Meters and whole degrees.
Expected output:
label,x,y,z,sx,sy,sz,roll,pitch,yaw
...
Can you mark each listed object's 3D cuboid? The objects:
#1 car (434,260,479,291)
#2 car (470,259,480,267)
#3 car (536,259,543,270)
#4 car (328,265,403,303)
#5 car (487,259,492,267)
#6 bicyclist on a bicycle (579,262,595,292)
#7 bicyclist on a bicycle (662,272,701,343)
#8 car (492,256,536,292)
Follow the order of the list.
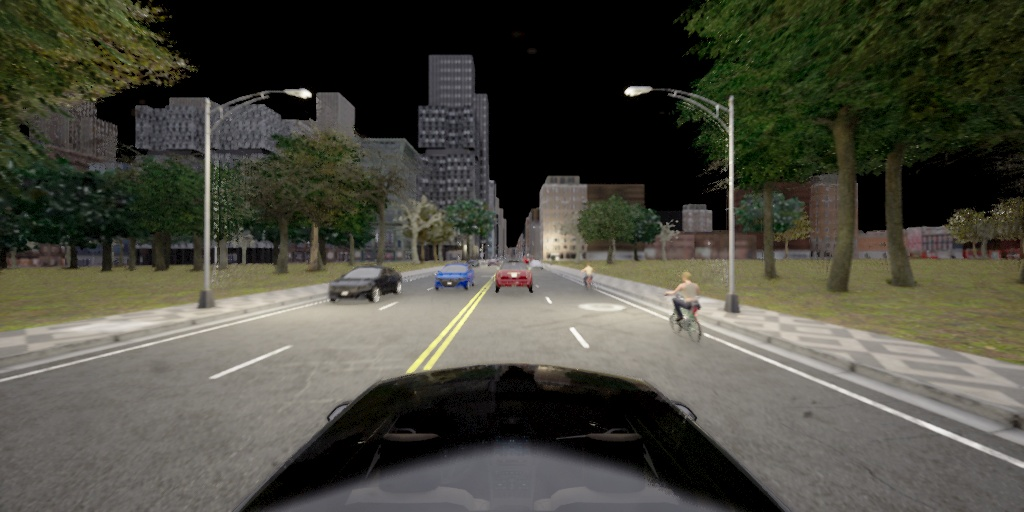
label,x,y,z,sx,sy,sz,roll,pitch,yaw
car,-3.337,1.185,21.620,1.882,1.535,5.008,0,0,0
car,-6.495,1.234,60.162,1.994,1.385,4.181,0,0,1
car,3.386,1.203,51.693,1.812,1.442,4.674,0,0,0
car,-6.592,1.192,16.642,1.882,1.535,5.008,0,0,0
car,-3.230,1.195,62.875,1.812,1.442,4.674,0,0,1
bicyclist on a bicycle,4.175,1.150,19.681,0.866,1.612,1.509,0,0,0
bicyclist on a bicycle,4.147,1.171,8.619,0.866,1.612,1.509,0,0,0
car,0.113,1.062,21.298,2.097,1.767,4.553,0,0,0
